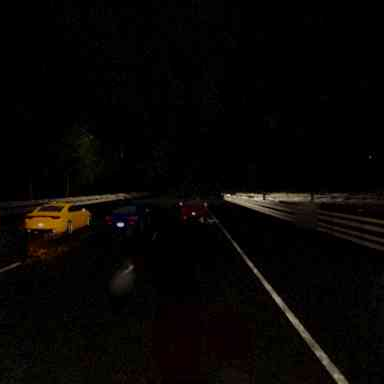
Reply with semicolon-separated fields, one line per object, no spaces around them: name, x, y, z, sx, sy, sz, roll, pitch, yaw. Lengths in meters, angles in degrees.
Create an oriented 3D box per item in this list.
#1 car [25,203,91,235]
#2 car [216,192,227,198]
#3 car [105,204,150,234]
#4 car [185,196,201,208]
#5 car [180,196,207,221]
car;-6.902;1.326;17.674;1.882;1.535;5.008;0;1;0
car;6.876;0.692;77.931;2.128;1.511;4.902;0;0;-9
car;-3.401;1.370;18.132;1.812;1.442;4.674;0;1;0
car;0.102;1.206;41.903;1.895;1.301;4.718;0;1;0
car;0.100;1.259;24.787;1.882;1.535;5.008;0;1;0
